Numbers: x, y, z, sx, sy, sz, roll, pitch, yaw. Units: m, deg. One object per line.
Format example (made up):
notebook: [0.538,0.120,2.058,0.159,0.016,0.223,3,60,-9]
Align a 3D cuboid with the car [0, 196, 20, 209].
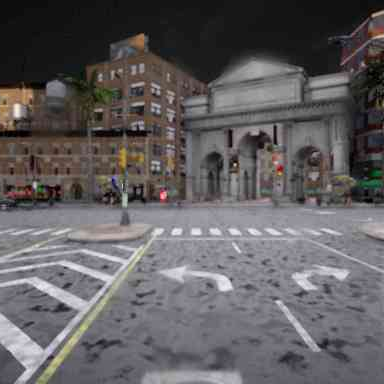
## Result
car: [-22.824,1.235,38.951,4.892,1.490,1.837,0,0,1]
